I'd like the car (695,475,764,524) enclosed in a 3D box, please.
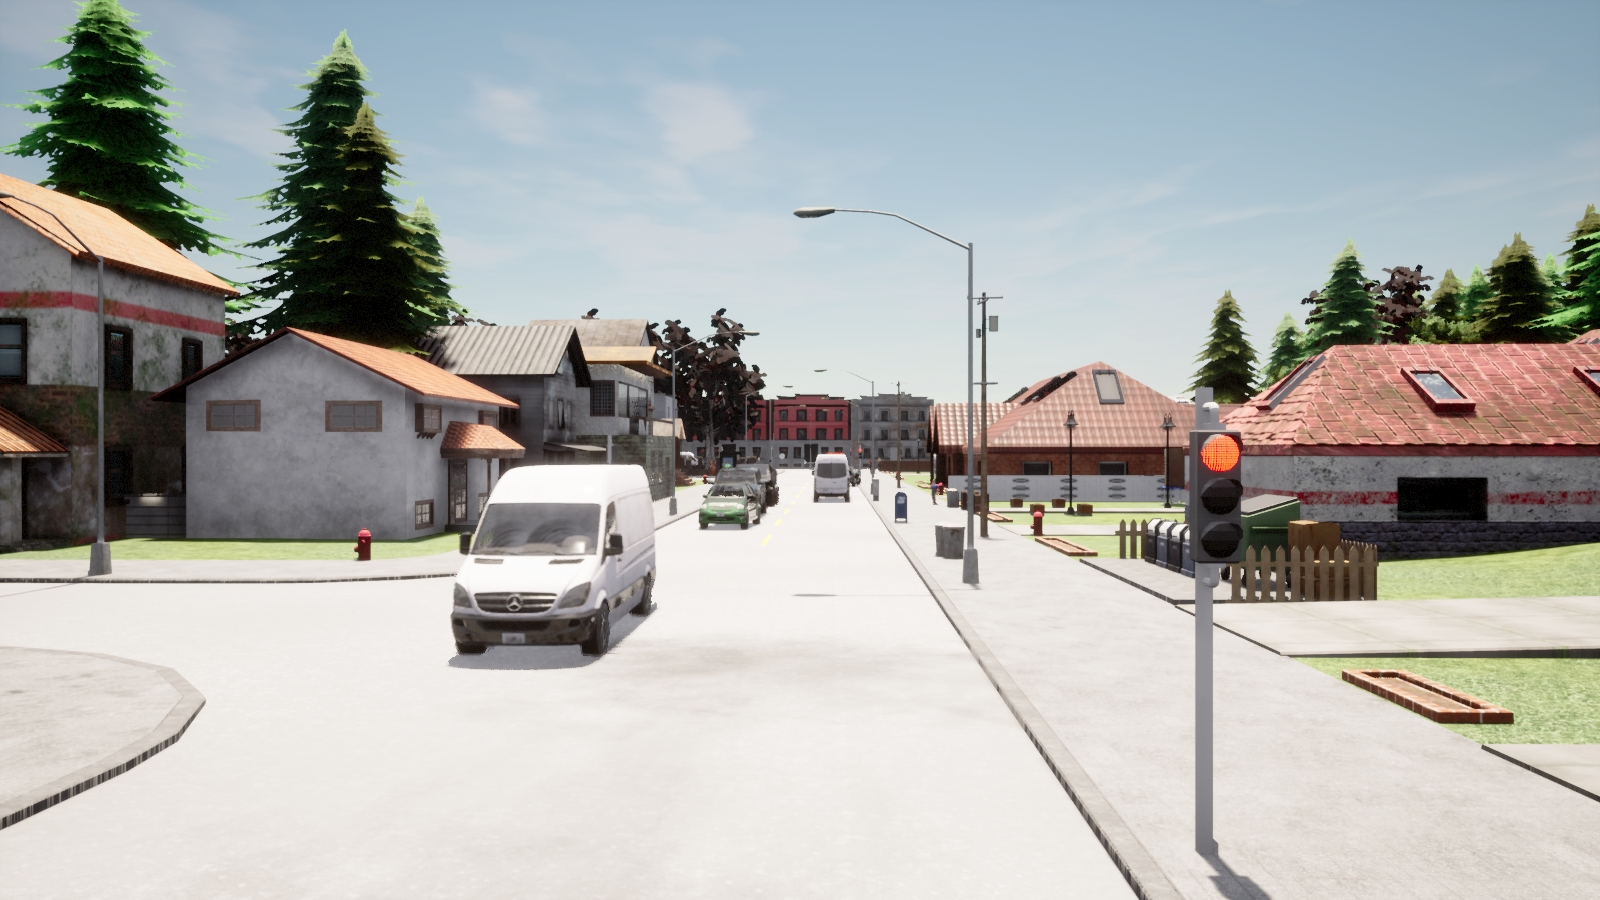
[{"bbox_3d":[-2.533,1.779,41.798,1.851,1.617,3.988,0,0,7],"label":"car"}]

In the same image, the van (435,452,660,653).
[{"bbox_3d":[-3.586,1.315,17.547,1.988,2.561,5.915,0,0,2],"label":"van"}]

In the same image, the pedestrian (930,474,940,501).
[{"bbox_3d":[6.554,1.803,55.548,0.375,1.300,0.375,0,0,31],"label":"pedestrian"}]

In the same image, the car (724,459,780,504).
[{"bbox_3d":[-2.376,1.534,58.076,2.390,2.098,6.274,0,0,2],"label":"car"}]

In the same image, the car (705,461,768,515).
[{"bbox_3d":[-2.626,1.556,48.407,2.150,2.045,5.566,0,0,2],"label":"car"}]

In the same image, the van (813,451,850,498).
[{"bbox_3d":[1.778,1.314,64.198,1.988,2.561,5.915,0,0,2],"label":"van"}]
